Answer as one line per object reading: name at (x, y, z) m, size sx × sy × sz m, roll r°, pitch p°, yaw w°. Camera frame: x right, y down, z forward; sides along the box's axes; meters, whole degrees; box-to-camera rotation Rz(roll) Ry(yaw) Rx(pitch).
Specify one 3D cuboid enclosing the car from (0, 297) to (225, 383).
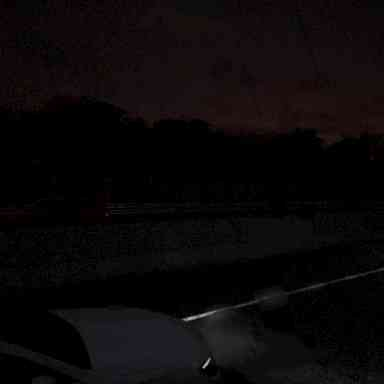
car at (-1.876, 1.523, 2.409) m, size 4.674 × 1.442 × 1.812 m, roll 1°, pitch 0°, yaw -35°

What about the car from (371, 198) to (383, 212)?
car at (25.967, 1.742, 43.944) m, size 5.566 × 2.045 × 2.150 m, roll 1°, pitch -1°, yaw -35°

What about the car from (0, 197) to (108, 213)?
car at (-6.838, 1.262, 16.311) m, size 5.566 × 2.045 × 2.150 m, roll 1°, pitch 0°, yaw -35°

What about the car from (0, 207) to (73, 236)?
car at (-9.197, 1.600, 18.927) m, size 4.181 × 1.385 × 1.994 m, roll 1°, pitch 0°, yaw -35°

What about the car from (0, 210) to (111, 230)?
car at (-5.108, 1.600, 13.245) m, size 4.181 × 1.385 × 1.994 m, roll 1°, pitch 0°, yaw -35°
